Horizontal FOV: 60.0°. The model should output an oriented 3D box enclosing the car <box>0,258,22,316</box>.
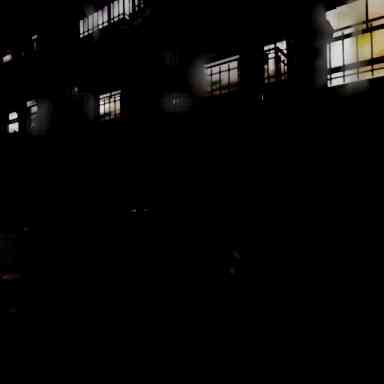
[{"bbox_3d":[-5.004,1.551,6.301,4.507,1.381,1.887,0,-1,35],"label":"car"}]
